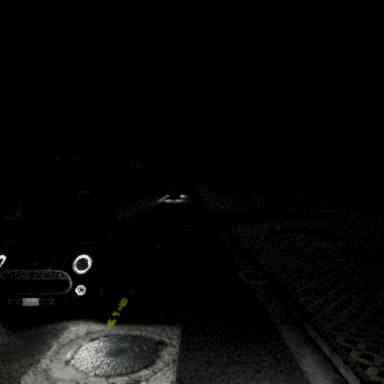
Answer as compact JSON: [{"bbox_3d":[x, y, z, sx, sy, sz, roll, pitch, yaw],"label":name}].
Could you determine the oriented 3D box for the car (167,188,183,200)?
[{"bbox_3d":[-2.830,0.420,52.502,1.837,1.490,4.892,0,2,0],"label":"car"}]

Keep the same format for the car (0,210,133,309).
[{"bbox_3d":[-2.813,1.329,8.077,2.097,1.767,4.553,0,0,0],"label":"car"}]

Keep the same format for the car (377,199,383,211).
[{"bbox_3d":[23.752,1.491,38.614,4.718,1.301,1.895,0,0,-33],"label":"car"}]

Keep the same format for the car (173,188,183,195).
[{"bbox_3d":[-2.767,-0.081,67.539,1.895,1.301,4.718,0,2,0],"label":"car"}]

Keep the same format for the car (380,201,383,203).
[{"bbox_3d":[19.618,1.466,32.493,4.181,1.385,1.994,0,0,-32],"label":"car"}]
